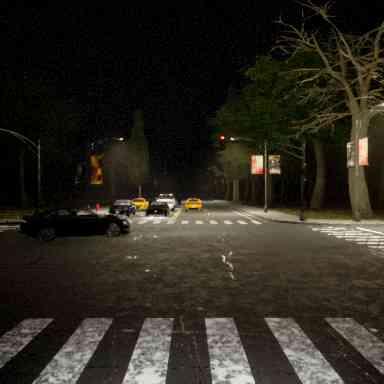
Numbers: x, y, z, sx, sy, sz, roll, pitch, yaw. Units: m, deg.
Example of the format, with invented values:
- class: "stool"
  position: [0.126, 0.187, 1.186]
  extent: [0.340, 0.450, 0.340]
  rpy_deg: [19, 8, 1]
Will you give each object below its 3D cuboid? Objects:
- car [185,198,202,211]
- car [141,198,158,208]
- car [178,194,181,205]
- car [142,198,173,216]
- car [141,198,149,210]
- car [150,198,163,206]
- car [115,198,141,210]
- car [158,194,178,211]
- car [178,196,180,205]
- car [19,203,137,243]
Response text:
- class: "car"
  position: [0.186, 1.519, 40.812]
  extent: [1.882, 1.535, 5.008]
  rpy_deg: [0, 0, 0]
- class: "car"
  position: [-6.498, 1.661, 51.157]
  extent: [1.994, 1.385, 4.181]
  rpy_deg: [0, 0, -1]
- class: "car"
  position: [-3.176, 1.405, 62.470]
  extent: [2.150, 2.045, 5.566]
  rpy_deg: [0, 0, 1]
- class: "car"
  position: [-3.272, 1.583, 32.249]
  extent: [1.994, 1.385, 4.181]
  rpy_deg: [0, 0, 1]
- class: "car"
  position: [-6.512, 1.521, 41.111]
  extent: [1.882, 1.535, 5.008]
  rpy_deg: [0, 0, 0]
- class: "car"
  position: [-6.440, 1.775, 61.215]
  extent: [1.895, 1.301, 4.718]
  rpy_deg: [0, 0, 0]
- class: "car"
  position: [-6.532, 1.510, 31.612]
  extent: [2.128, 1.511, 4.902]
  rpy_deg: [0, 0, 0]
- class: "car"
  position: [-3.262, 1.267, 41.606]
  extent: [2.150, 2.045, 5.566]
  rpy_deg: [0, 0, 0]
- class: "car"
  position: [-3.243, 1.703, 51.857]
  extent: [1.895, 1.301, 4.718]
  rpy_deg: [0, 0, 0]
- class: "car"
  position: [-5.415, 1.468, 15.702]
  extent: [4.902, 1.511, 2.128]
  rpy_deg: [0, 1, -27]
